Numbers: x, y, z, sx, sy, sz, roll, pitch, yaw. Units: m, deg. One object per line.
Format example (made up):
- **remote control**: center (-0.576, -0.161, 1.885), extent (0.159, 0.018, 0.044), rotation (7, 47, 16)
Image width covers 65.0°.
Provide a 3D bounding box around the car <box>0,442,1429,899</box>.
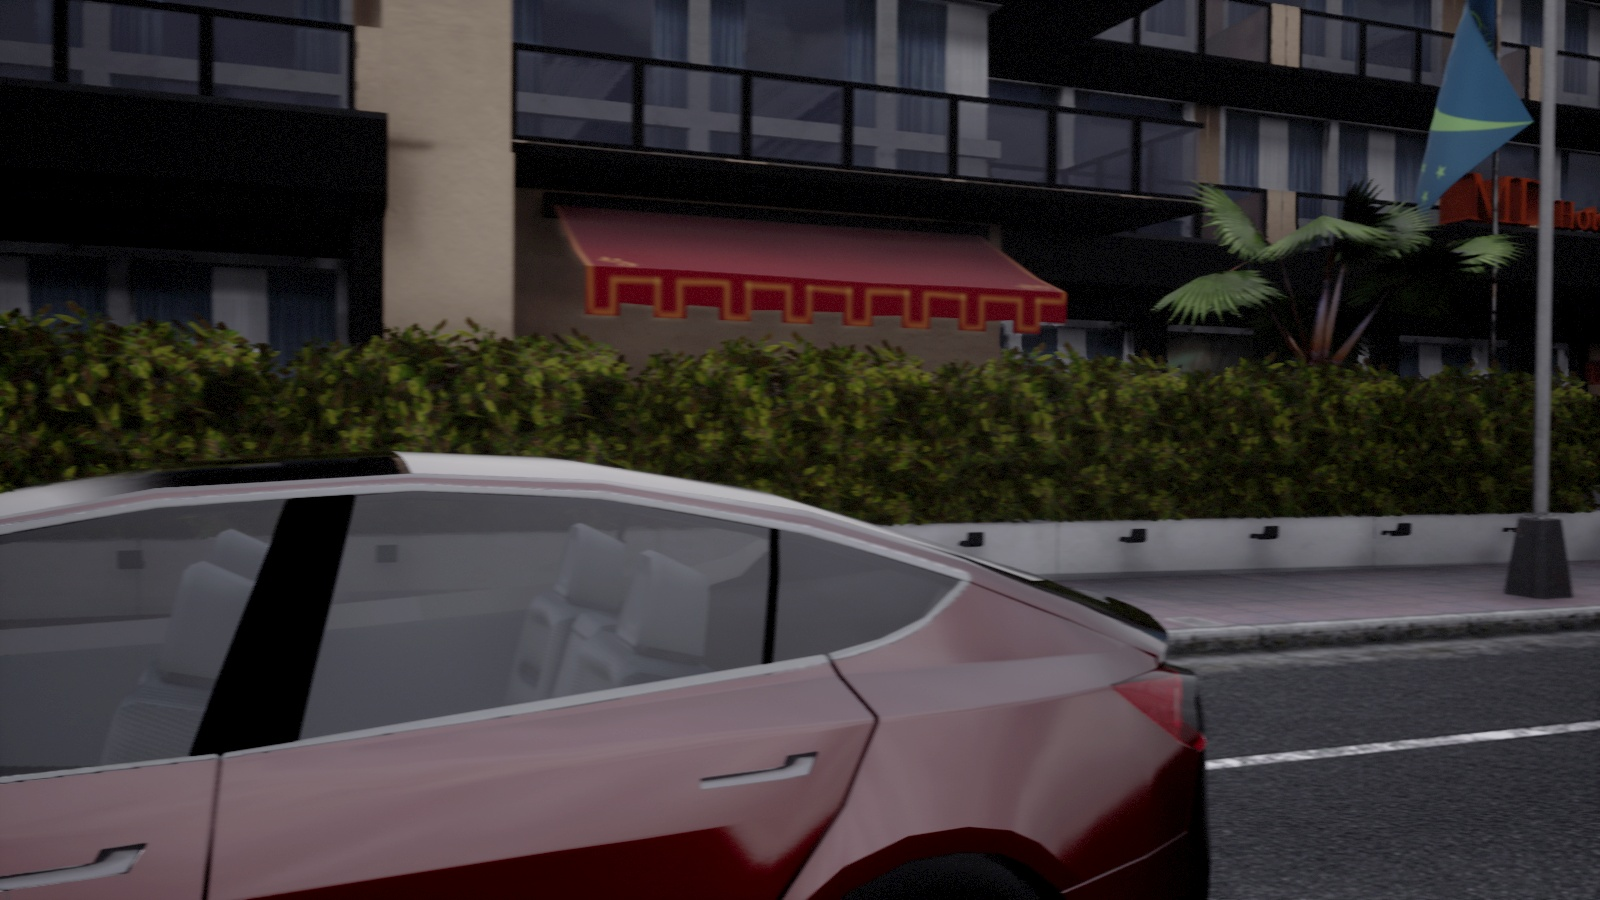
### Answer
- **car**: center (-1.336, 0.768, 2.732), extent (4.792, 1.488, 2.163), rotation (-1, 1, -21)
